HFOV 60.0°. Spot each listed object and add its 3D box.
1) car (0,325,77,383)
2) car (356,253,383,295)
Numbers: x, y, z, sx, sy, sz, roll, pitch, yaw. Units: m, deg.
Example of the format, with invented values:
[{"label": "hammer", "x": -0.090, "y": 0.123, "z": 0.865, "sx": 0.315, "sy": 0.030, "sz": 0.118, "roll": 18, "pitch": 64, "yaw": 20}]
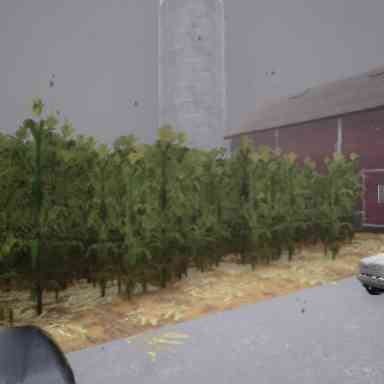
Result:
[{"label": "car", "x": -3.124, "y": 1.543, "z": 1.258, "sx": 5.357, "sy": 1.411, "sz": 2.033, "roll": 0, "pitch": 0, "yaw": -36}, {"label": "car", "x": 5.839, "y": 1.666, "z": 7.717, "sx": 4.718, "sy": 1.301, "sz": 1.895, "roll": 0, "pitch": 0, "yaw": -36}]
